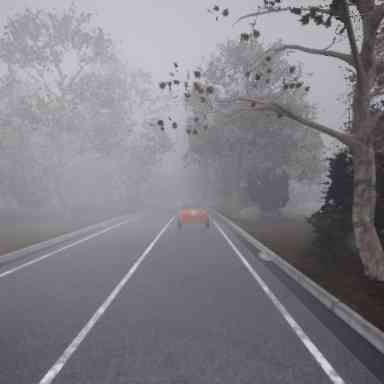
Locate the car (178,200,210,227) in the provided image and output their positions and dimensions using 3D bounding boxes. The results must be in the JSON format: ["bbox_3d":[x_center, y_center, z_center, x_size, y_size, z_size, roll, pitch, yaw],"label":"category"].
[{"bbox_3d":[0.106,1.452,23.618,2.097,1.767,4.553,0,0,0],"label":"car"}]

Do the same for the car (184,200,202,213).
[{"bbox_3d":[0.109,1.787,41.768,2.128,1.511,4.902,0,-1,0],"label":"car"}]
